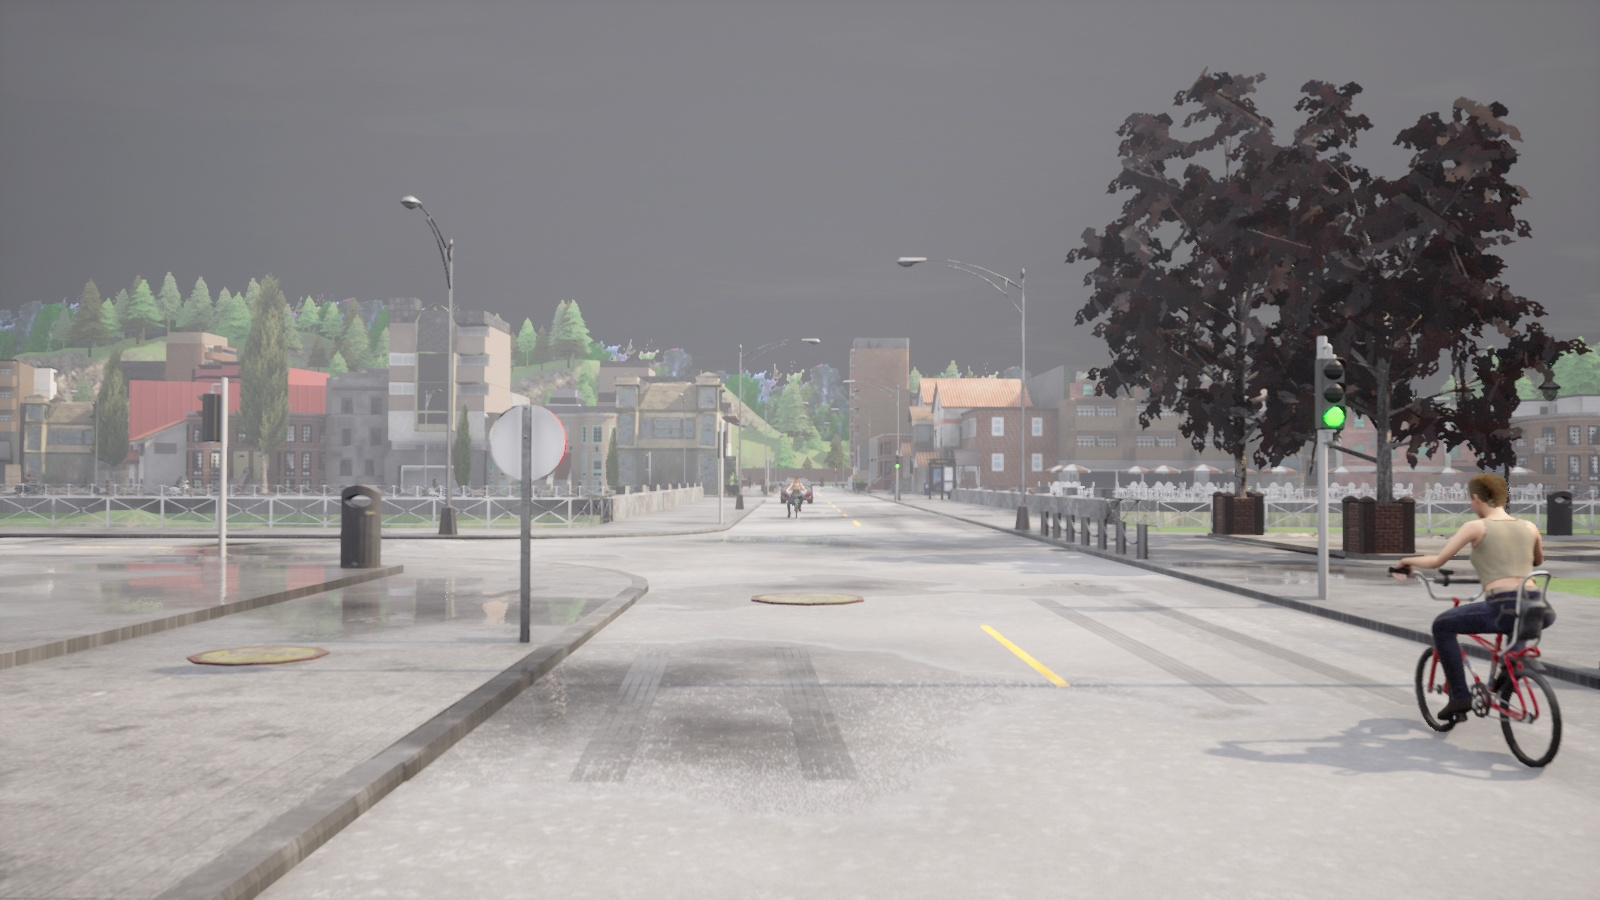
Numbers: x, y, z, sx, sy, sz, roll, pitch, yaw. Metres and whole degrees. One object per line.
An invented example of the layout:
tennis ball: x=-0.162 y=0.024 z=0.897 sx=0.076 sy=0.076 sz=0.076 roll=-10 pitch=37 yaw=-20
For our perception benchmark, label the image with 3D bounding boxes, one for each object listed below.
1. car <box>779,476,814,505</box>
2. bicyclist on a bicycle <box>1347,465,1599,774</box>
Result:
car: x=-0.172 y=2.412 z=75.620 sx=2.033 sy=1.649 sz=4.856 roll=0 pitch=-1 yaw=0
bicyclist on a bicycle: x=3.983 y=0.905 z=7.353 sx=0.866 sy=1.612 sz=1.509 roll=0 pitch=-1 yaw=-1
